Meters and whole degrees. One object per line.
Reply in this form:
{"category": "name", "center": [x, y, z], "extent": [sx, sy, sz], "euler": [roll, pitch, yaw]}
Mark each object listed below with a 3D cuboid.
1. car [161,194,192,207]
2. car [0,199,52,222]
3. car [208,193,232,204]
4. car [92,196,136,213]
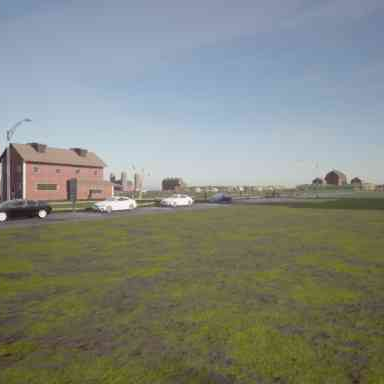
{"category": "car", "center": [-1.770, 1.026, 40.062], "extent": [1.812, 1.442, 4.674], "euler": [1, 1, 36]}
{"category": "car", "center": [-12.913, 1.285, 24.677], "extent": [1.837, 1.490, 4.892], "euler": [1, 1, 36]}
{"category": "car", "center": [4.142, 0.875, 48.171], "extent": [1.812, 1.442, 4.674], "euler": [1, 1, 36]}
{"category": "car", "center": [-7.421, 1.170, 32.257], "extent": [1.812, 1.442, 4.674], "euler": [1, 1, 36]}
